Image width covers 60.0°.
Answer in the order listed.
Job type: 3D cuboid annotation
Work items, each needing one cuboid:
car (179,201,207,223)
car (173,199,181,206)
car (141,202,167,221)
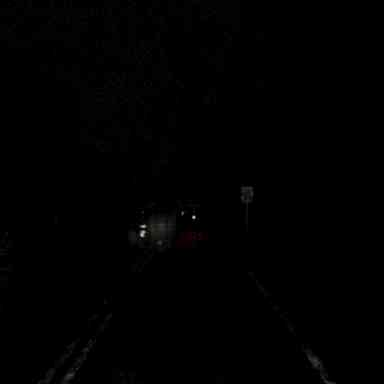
[{"bbox_3d":[0.156,1.653,27.148,1.837,1.490,4.892,0,-1,0],"label":"car"},{"bbox_3d":[-2.996,2.253,70.288,1.812,1.442,4.674,0,-1,0],"label":"car"},{"bbox_3d":[-3.284,1.654,29.417,1.882,1.535,5.008,0,-1,0],"label":"car"}]
